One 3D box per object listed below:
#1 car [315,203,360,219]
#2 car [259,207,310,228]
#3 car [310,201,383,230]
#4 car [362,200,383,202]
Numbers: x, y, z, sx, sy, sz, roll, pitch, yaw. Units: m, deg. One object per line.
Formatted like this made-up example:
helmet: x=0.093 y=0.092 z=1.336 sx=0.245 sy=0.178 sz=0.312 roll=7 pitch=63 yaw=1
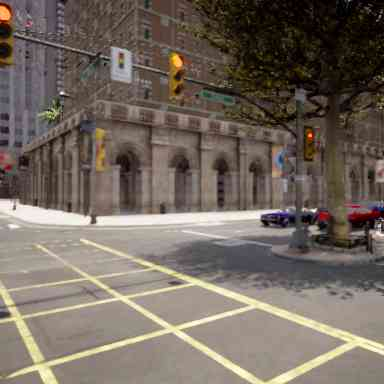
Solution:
car: x=14.056 y=1.747 z=32.024 sx=4.718 sy=1.301 sz=1.895 roll=0 pitch=0 yaw=-36
car: x=6.856 y=1.697 z=22.982 sx=4.718 sy=1.301 sz=1.895 roll=0 pitch=0 yaw=-35
car: x=9.889 y=1.579 z=20.842 sx=5.008 sy=1.535 sz=1.882 roll=0 pitch=0 yaw=-35
car: x=15.126 y=1.499 z=28.795 sx=4.553 sy=1.767 sz=2.097 roll=0 pitch=0 yaw=-36
